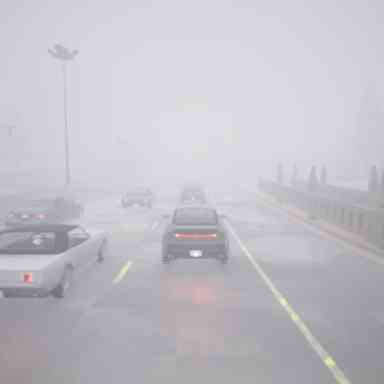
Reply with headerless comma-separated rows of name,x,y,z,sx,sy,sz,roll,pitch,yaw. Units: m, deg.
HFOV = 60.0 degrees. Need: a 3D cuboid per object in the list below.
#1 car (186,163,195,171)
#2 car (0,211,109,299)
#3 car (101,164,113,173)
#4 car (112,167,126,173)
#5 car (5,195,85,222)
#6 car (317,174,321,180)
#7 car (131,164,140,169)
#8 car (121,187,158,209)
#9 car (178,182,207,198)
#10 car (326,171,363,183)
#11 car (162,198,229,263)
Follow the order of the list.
car,-0.432,-7.051,94.640,2.150,2.045,5.566,0,6,0
car,-3.402,1.405,7.968,1.895,1.301,4.718,0,2,0
car,-21.377,-5.986,83.850,2.150,2.045,5.566,0,6,0
car,-17.877,-5.677,83.929,2.033,1.411,5.357,0,6,0
car,-6.929,0.863,16.291,2.033,1.411,5.357,0,4,0
car,21.205,-2.397,49.792,4.902,1.511,2.128,0,6,2
car,-14.377,-5.989,83.886,2.150,2.045,5.566,0,6,0
car,-3.460,0.340,22.730,1.895,1.301,4.718,0,5,0
car,0.031,0.006,25.196,1.837,1.490,4.892,0,5,-1
car,21.196,-2.197,46.294,4.553,1.767,2.097,0,6,2
car,0.090,1.179,10.755,1.837,1.490,4.892,0,3,0
